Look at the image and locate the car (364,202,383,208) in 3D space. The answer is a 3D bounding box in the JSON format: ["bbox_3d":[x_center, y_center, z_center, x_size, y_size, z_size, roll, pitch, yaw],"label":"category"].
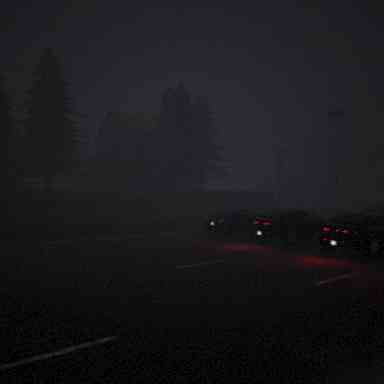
[{"bbox_3d":[16.563,1.645,28.703,4.902,1.511,2.128,0,0,-36],"label":"car"}]

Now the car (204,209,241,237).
[{"bbox_3d":[2.699,1.640,18.682,4.181,1.385,1.994,0,0,-36],"label":"car"}]

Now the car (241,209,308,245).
[{"bbox_3d":[4.911,1.575,15.964,4.892,1.490,1.837,1,-1,-36],"label":"car"}]

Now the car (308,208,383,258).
[{"bbox_3d":[6.941,1.571,13.113,4.892,1.490,1.837,1,-1,-36],"label":"car"}]
